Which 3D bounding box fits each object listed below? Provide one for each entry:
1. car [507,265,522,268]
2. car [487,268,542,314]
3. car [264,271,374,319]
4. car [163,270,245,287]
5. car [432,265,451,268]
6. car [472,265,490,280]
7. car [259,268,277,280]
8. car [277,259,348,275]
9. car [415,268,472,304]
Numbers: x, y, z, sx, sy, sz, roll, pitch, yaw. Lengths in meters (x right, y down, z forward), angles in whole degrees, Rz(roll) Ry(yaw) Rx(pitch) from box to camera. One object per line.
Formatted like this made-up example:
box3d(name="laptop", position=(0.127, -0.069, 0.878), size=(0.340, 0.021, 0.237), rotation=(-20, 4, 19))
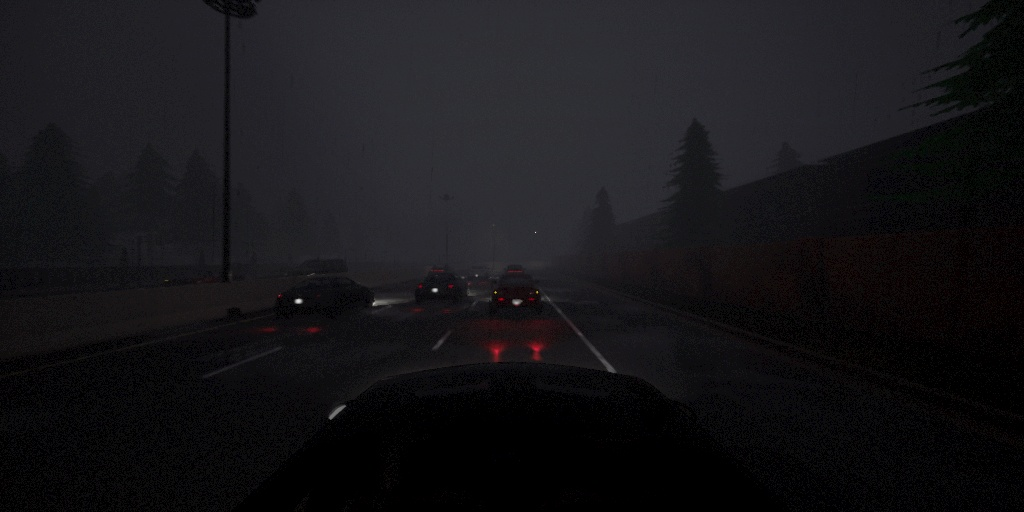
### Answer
box3d(name="car", position=(0.253, 1.551, 34.009), size=(1.837, 1.490, 4.892), rotation=(0, 0, 0))
box3d(name="car", position=(0.164, 1.391, 14.401), size=(1.812, 1.442, 4.674), rotation=(0, 0, 0))
box3d(name="car", position=(-6.841, 1.442, 13.514), size=(1.994, 1.385, 4.181), rotation=(0, 0, 0))
box3d(name="car", position=(-20.984, 1.620, 24.674), size=(1.895, 1.301, 4.718), rotation=(0, -1, 0))
box3d(name="car", position=(-6.743, 1.565, 34.875), size=(2.128, 1.511, 4.902), rotation=(0, 0, 0))
box3d(name="car", position=(-3.239, 1.592, 35.333), size=(1.812, 1.442, 4.674), rotation=(0, 0, 0))
box3d(name="car", position=(-17.465, 1.545, 28.009), size=(1.837, 1.490, 4.892), rotation=(0, -1, 0))
box3d(name="car", position=(-13.979, 1.233, 25.982), size=(2.150, 2.045, 5.566), rotation=(0, 0, 0))
box3d(name="car", position=(-3.322, 1.468, 17.522), size=(1.994, 1.385, 4.181), rotation=(0, 0, 0))
